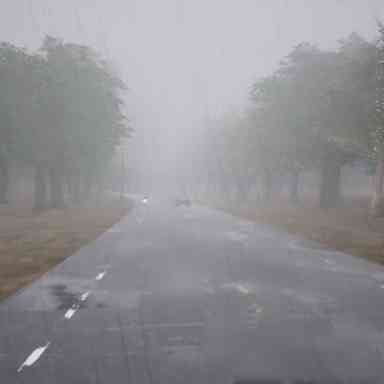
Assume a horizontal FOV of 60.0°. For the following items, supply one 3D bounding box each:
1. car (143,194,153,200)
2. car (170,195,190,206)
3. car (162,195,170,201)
[{"bbox_3d":[-10.082,1.141,76.165,1.895,1.301,4.718,1,0,-12],"label":"car"},{"bbox_3d":[-1.560,1.162,49.118,2.097,1.767,4.553,1,0,-8],"label":"car"},{"bbox_3d":[-5.144,1.237,69.431,1.895,1.301,4.718,1,0,-11],"label":"car"}]
